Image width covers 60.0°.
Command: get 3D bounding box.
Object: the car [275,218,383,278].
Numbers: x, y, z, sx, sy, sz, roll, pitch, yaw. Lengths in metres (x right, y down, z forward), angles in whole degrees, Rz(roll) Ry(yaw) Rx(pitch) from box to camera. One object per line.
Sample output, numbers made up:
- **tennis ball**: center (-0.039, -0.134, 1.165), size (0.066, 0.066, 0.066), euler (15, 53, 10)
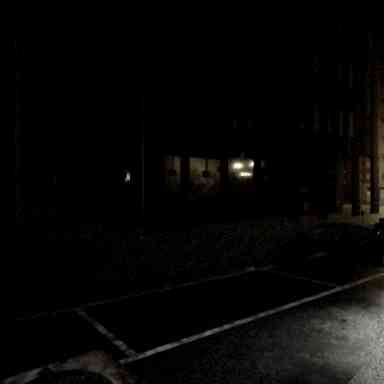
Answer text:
- **car**: center (4.332, 1.602, 10.161), size (4.206, 1.307, 1.802), euler (0, 0, -37)
